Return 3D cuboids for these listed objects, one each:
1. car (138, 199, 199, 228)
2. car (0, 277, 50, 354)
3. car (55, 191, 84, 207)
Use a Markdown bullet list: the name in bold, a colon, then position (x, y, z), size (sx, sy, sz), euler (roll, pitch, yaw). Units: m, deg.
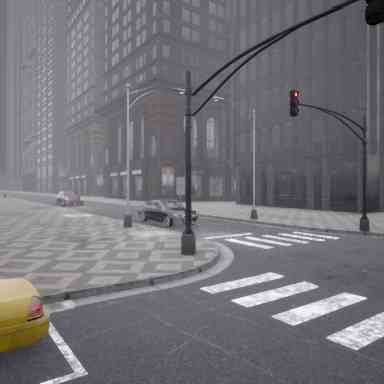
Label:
- **car**: position (-1.523, 1.190, 19.894), size (2.128, 1.511, 4.902), euler (0, 1, -36)
- **car**: position (-4.223, 1.525, 3.641), size (4.829, 1.417, 1.752), euler (0, 0, -35)
- **car**: position (-13.515, 0.677, 36.623), size (2.097, 1.767, 4.553), euler (0, 1, -36)
